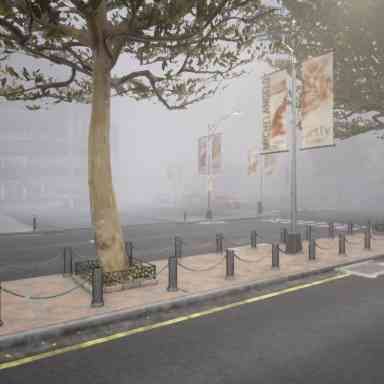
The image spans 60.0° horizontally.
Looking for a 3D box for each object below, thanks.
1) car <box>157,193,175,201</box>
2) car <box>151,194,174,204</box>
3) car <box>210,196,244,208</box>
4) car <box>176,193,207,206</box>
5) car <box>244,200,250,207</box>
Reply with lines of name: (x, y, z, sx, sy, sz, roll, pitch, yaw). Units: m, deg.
car: (-5.093, 1.221, 67.879, 5.566, 2.045, 2.150, 0, 0, 45)
car: (-6.088, 1.564, 63.577, 1.994, 1.385, 4.181, 0, 0, -42)
car: (4.915, 1.352, 48.890, 2.097, 1.767, 4.553, 0, 0, -35)
car: (-0.181, 1.352, 55.969, 2.097, 1.767, 4.553, 0, 0, -36)
car: (6.978, 1.526, 52.034, 1.812, 1.442, 4.674, 0, 0, -36)
